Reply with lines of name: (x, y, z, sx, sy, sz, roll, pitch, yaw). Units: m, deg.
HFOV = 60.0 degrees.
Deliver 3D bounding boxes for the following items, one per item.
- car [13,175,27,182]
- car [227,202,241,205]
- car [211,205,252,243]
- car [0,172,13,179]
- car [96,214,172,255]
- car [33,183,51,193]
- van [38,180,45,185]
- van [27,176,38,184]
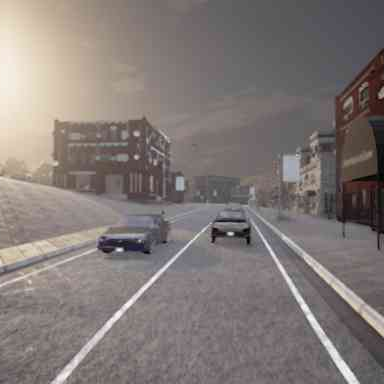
car: (-28.082, -1.829, 51.815, 2.002, 1.452, 4.674, 1, -3, -7)
car: (4.459, 1.854, 35.126, 2.097, 1.767, 4.553, 0, -1, 8)
car: (2.001, 1.646, 16.939, 2.128, 1.511, 4.902, 0, -1, 7)
car: (-27.432, -2.138, 46.319, 2.002, 1.452, 4.674, 1, -3, -6)
car: (-2.150, 1.645, 14.083, 2.033, 1.411, 5.357, 0, -1, 8)
car: (-30.655, -0.792, 68.249, 2.163, 1.488, 4.792, 1, -4, -10)
van: (-29.700, -1.406, 62.902, 1.878, 1.987, 4.442, 1, -4, -9)
van: (-28.830, -1.756, 57.443, 1.878, 1.987, 4.442, 1, -3, -8)
